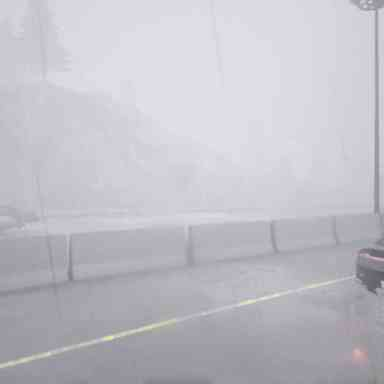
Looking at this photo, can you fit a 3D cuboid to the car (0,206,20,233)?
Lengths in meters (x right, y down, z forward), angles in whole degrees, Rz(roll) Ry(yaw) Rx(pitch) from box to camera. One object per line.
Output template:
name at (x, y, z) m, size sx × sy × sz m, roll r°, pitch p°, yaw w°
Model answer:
car at (-11.726, 1.600, 17.024) m, size 4.718 × 1.301 × 1.895 m, roll 0°, pitch 0°, yaw -35°

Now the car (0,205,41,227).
car at (-12.461, 1.540, 20.795) m, size 5.357 × 1.411 × 2.033 m, roll 0°, pitch 0°, yaw -34°

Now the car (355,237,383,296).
car at (5.593, 1.453, 7.231) m, size 4.902 × 1.511 × 2.128 m, roll 0°, pitch 0°, yaw -32°
